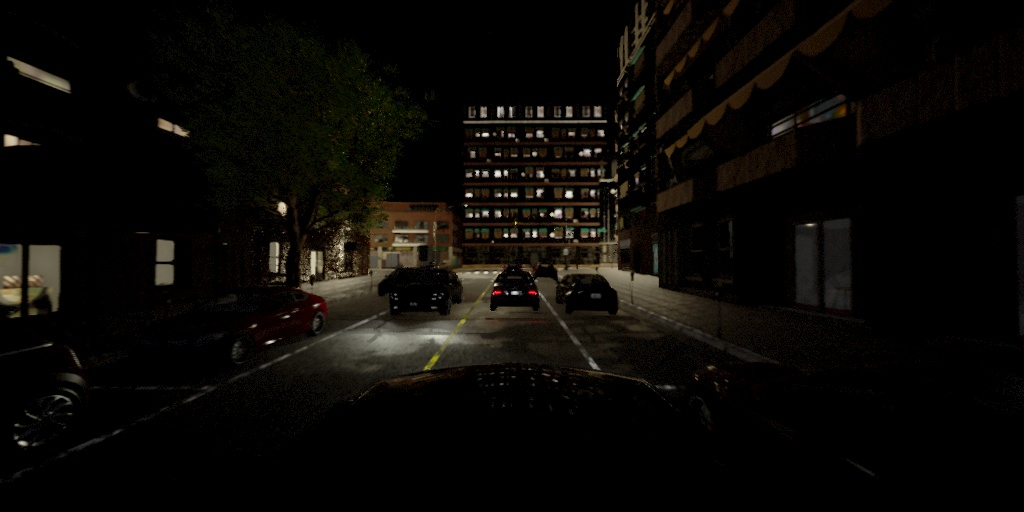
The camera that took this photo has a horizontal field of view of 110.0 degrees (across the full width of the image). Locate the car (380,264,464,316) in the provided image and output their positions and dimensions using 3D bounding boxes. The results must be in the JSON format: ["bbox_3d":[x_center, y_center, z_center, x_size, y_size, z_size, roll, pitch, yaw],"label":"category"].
[{"bbox_3d":[-3.036,1.232,13.615,1.882,1.535,5.008,0,0,1],"label":"car"}]

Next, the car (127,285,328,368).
[{"bbox_3d":[-5.659,1.334,7.840,1.802,1.307,4.207,0,0,0],"label":"car"}]

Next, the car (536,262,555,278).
[{"bbox_3d":[2.730,1.202,30.644,1.967,1.591,4.097,0,0,0],"label":"car"}]

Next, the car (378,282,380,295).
[{"bbox_3d":[-5.662,1.322,19.213,1.948,1.339,4.313,0,0,0],"label":"car"}]

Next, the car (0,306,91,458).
[{"bbox_3d":[-5.658,1.190,2.154,1.967,1.591,4.097,0,0,0],"label":"car"}]

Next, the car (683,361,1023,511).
[{"bbox_3d":[2.690,1.332,2.214,1.802,1.307,4.207,0,0,0],"label":"car"}]

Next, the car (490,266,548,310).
[{"bbox_3d":[0.094,1.302,14.640,2.033,1.411,5.357,0,0,0],"label":"car"}]

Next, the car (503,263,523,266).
[{"bbox_3d":[0.095,1.327,34.746,1.994,1.385,4.181,0,0,0],"label":"car"}]

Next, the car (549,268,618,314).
[{"bbox_3d":[2.687,1.320,13.587,1.948,1.339,4.313,0,0,0],"label":"car"}]
